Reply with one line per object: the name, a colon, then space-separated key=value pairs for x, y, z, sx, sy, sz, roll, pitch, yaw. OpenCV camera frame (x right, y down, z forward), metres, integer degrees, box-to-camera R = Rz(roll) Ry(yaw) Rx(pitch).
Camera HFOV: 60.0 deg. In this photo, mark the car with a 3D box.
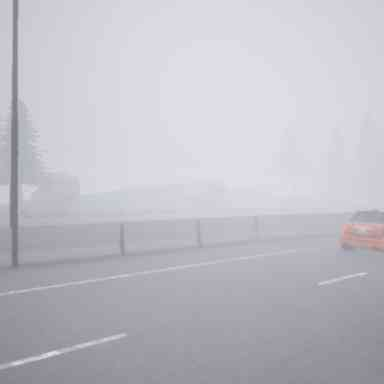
car: x=7.974 y=1.438 z=12.930 sx=4.553 sy=1.767 sz=2.097 roll=0 pitch=0 yaw=-28
